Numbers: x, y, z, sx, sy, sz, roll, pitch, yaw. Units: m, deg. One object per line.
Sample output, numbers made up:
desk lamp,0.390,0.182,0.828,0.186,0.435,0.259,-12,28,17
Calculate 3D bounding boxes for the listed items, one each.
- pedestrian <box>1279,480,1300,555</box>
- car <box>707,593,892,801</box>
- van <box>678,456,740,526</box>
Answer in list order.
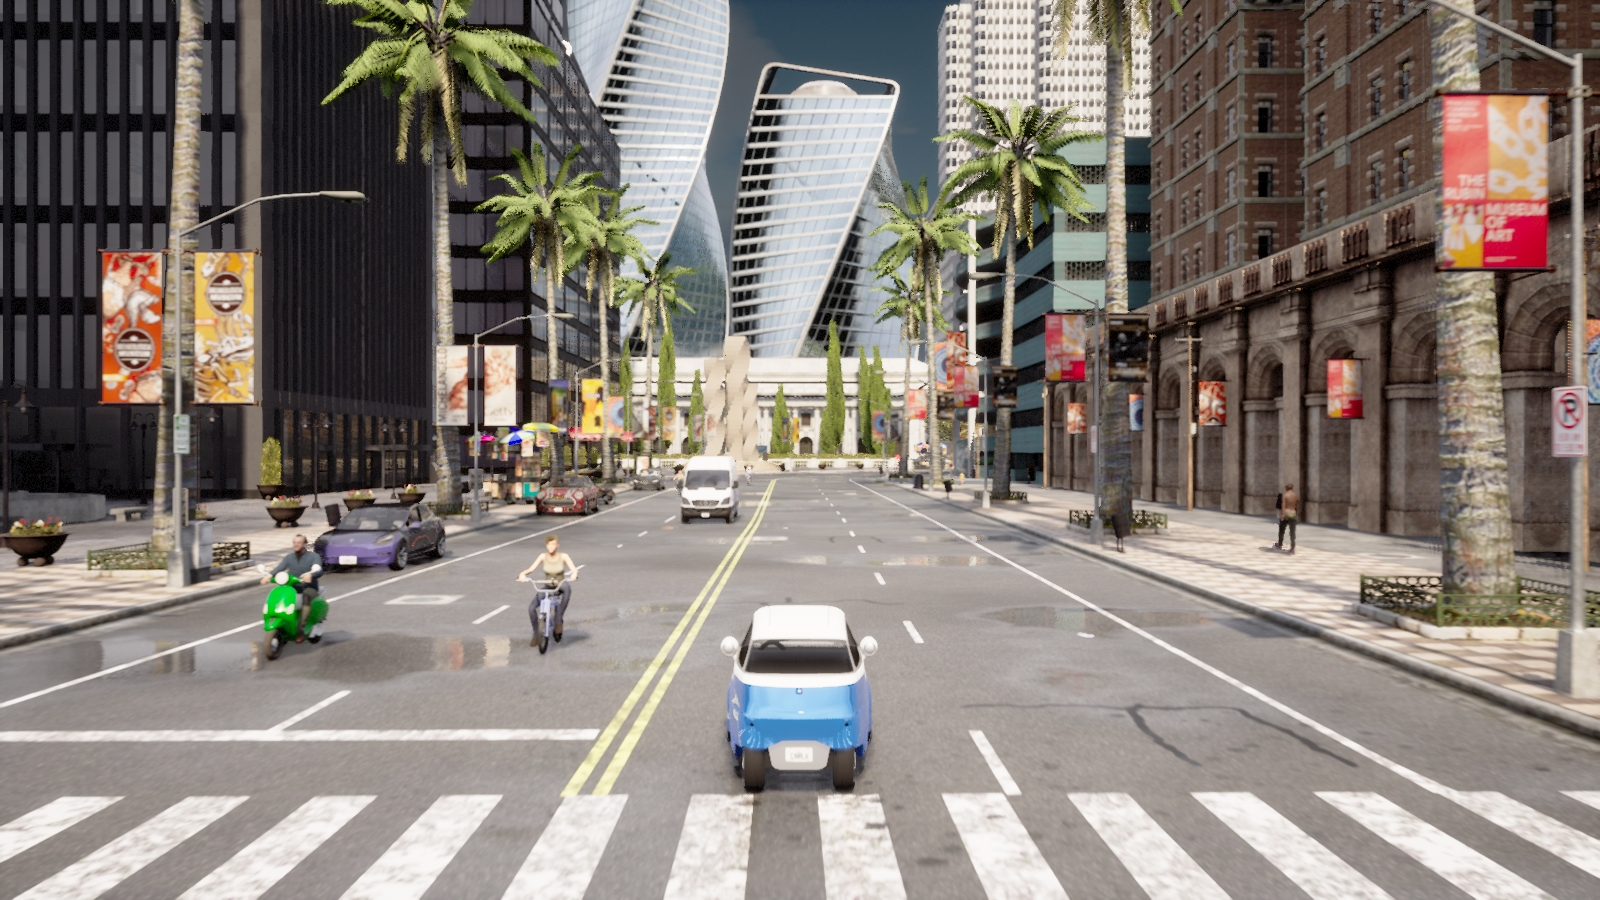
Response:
pedestrian,12.381,1.695,28.887,0.375,1.860,0.375,0,0,1
car,-0.005,2.120,10.271,1.481,1.376,2.207,0,0,0
van,-3.511,1.533,45.200,1.988,2.561,5.915,0,0,0
